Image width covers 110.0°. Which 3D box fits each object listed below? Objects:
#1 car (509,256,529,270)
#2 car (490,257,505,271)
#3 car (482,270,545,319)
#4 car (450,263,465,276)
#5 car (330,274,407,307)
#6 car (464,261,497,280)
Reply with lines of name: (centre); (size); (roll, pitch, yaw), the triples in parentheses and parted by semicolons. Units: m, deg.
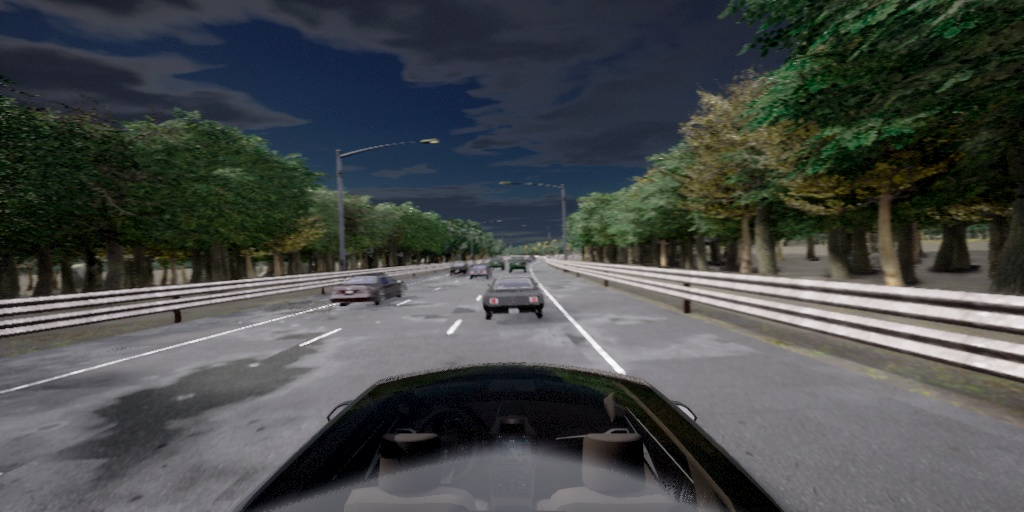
car: (0.785, 1.077, 47.010); (2.150, 2.045, 5.566); (-2, 0, 2)
car: (-2.254, 1.200, 55.430); (2.150, 2.045, 5.566); (-2, -1, 3)
car: (0.061, 1.371, 12.993); (1.895, 1.301, 4.718); (-2, 0, 0)
car: (-6.234, 1.574, 43.653); (1.882, 1.535, 5.008); (-2, 0, 2)
car: (-6.822, 1.580, 17.606); (2.033, 1.411, 5.357); (-2, 0, 1)
car: (-2.995, 1.503, 35.133); (2.033, 1.411, 5.357); (-2, 0, 2)
